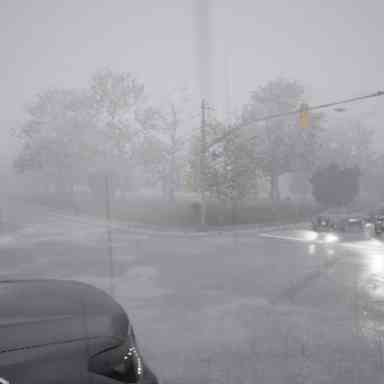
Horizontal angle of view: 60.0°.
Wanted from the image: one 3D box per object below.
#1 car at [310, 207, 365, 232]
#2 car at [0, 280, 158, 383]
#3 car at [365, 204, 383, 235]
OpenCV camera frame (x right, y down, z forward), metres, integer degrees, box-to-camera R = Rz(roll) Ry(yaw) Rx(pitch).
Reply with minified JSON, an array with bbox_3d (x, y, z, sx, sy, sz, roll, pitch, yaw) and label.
[{"bbox_3d":[9.174,1.648,20.745,4.181,1.385,1.994,0,0,-41],"label":"car"},{"bbox_3d":[-2.927,1.223,1.769,5.566,2.045,2.150,0,0,-35],"label":"car"},{"bbox_3d":[11.638,1.570,18.322,4.902,1.511,2.128,0,0,-45],"label":"car"}]
